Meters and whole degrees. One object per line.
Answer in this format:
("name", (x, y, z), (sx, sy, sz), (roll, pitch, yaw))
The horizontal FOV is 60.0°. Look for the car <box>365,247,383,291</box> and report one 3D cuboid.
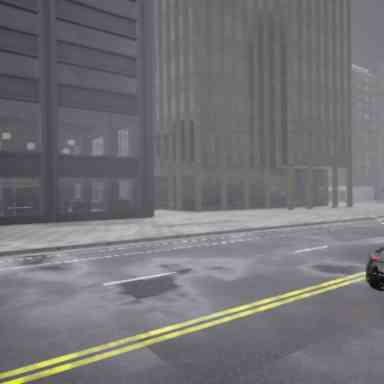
("car", (5.888, 1.532, 7.699), (4.181, 1.385, 1.994), (0, 0, -35))
